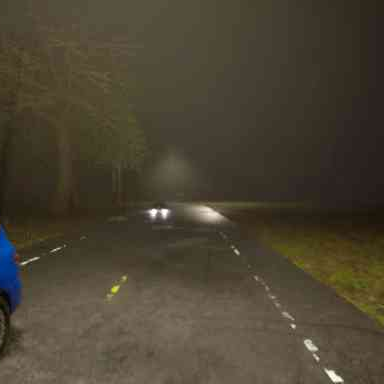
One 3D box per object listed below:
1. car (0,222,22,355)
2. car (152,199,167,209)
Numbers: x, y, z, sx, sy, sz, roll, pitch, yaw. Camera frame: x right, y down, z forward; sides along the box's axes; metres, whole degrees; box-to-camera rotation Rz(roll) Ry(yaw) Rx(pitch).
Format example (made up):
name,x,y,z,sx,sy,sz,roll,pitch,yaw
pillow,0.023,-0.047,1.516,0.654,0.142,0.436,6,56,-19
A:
name,x,y,z,sx,sy,sz,roll,pitch,yaw
car,-3.613,1.223,2.729,2.150,2.045,5.566,0,0,0
car,-4.354,1.621,45.084,1.895,1.301,4.718,0,0,-2
